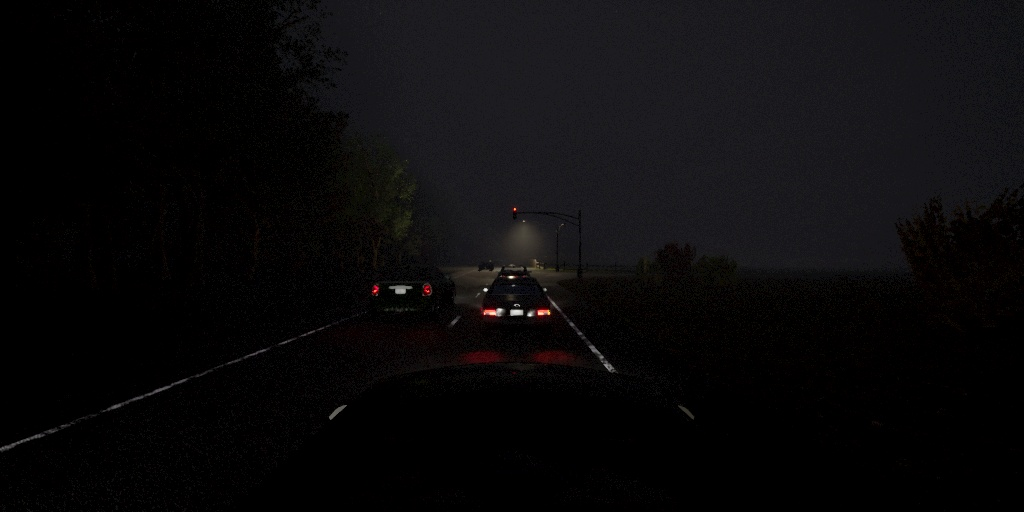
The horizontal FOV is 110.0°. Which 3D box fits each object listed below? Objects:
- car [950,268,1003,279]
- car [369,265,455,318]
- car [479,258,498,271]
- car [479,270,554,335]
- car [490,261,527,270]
[{"bbox_3d":[50.201,1.897,38.858,4.718,1.301,1.895,1,-1,0],"label":"car"},{"bbox_3d":[-3.401,1.105,13.061,2.097,1.767,4.553,0,0,0],"label":"car"},{"bbox_3d":[-3.407,1.249,48.270,2.128,1.511,4.902,0,0,0],"label":"car"},{"bbox_3d":[0.101,1.300,10.463,2.033,1.411,5.357,0,0,0],"label":"car"},{"bbox_3d":[0.102,1.246,20.212,2.128,1.511,4.902,0,0,0],"label":"car"}]
